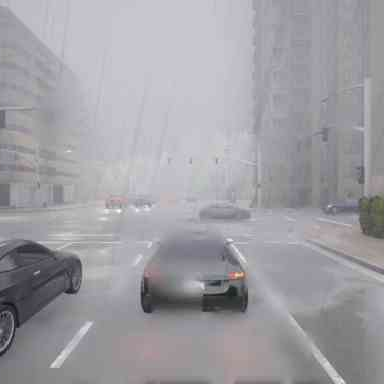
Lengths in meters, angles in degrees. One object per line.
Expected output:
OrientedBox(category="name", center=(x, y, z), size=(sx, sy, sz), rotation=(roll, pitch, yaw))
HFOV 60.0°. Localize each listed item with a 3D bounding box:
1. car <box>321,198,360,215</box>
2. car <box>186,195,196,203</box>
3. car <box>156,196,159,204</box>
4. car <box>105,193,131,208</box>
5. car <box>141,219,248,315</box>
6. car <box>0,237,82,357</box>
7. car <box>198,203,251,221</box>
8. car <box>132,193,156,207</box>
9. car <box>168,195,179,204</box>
OrientedBox(category="car", center=(15.514, 1.352, 33.678), size=(4.553, 1.767, 2.097), rotation=(0, 0, 1))
OrientedBox(category="car", center=(-0.152, 1.355, 72.555), size=(2.097, 1.767, 4.553), rotation=(0, 0, 0))
OrientedBox(category="car", center=(-7.195, 1.491, 60.650), size=(2.128, 1.511, 4.902), rotation=(0, 0, 0))
OrientedBox(category="car", center=(-10.699, 1.221, 47.494), size=(2.150, 2.045, 5.566), rotation=(0, 0, 0))
OrientedBox(category="car", center=(0.049, 1.564, 7.638), size=(1.994, 1.385, 4.181), rotation=(0, 0, 0))
OrientedBox(category="car", center=(-3.460, 1.526, 5.836), size=(1.812, 1.442, 4.674), rotation=(0, 0, 0))
OrientedBox(category="car", center=(2.570, 1.564, 26.572), size=(4.181, 1.385, 1.994), rotation=(0, 0, 0))
OrientedBox(category="car", center=(-7.204, 1.221, 50.626), size=(2.150, 2.045, 5.566), rotation=(0, 0, 0))
OrientedBox(category="car", center=(-3.546, 1.351, 64.587), size=(2.097, 1.767, 4.553), rotation=(0, 0, 0))
